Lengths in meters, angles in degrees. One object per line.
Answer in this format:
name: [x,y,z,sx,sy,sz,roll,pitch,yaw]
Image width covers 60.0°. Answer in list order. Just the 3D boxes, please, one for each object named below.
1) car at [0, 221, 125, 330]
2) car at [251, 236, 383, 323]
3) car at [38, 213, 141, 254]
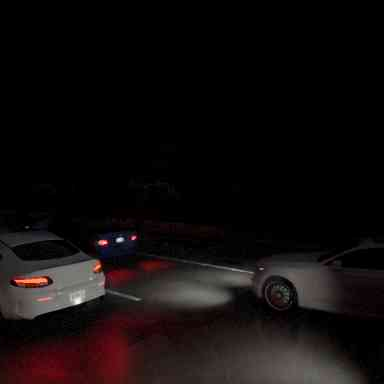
car: [-3.696,1.455,6.663,4.674,1.442,1.812,1,1,36]
car: [3.356,1.525,5.898,4.674,1.442,1.812,0,0,36]
car: [-4.168,1.430,11.322,5.357,1.411,2.033,1,1,36]
